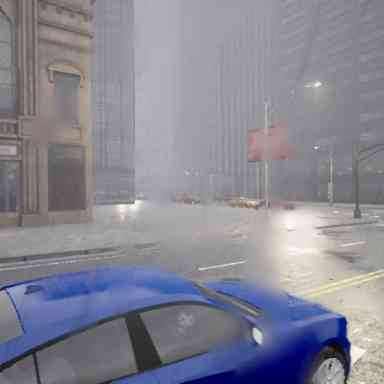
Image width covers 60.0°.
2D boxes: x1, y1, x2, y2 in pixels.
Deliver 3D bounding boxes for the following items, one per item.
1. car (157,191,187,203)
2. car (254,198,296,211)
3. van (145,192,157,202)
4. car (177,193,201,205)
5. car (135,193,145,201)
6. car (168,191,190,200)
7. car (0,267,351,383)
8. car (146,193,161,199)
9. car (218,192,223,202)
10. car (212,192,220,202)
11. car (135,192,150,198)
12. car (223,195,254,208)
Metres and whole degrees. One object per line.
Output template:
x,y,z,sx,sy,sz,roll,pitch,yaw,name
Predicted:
-3.242,0.978,56.524,2.192,1.841,5.009,0,1,-35,car
9.755,1.399,38.161,1.887,1.381,4.507,0,1,-35,car
-6.492,0.952,61.116,1.690,1.788,3.998,0,1,-35,van
0.007,1.258,51.935,1.887,1.381,4.507,0,1,-35,car
-9.742,1.108,65.708,2.008,1.369,4.403,0,1,-35,car
-2.780,0.770,70.628,2.192,1.841,5.009,0,1,-35,car
-0.535,1.477,3.049,5.008,1.535,1.882,0,0,-35,car
-9.280,0.925,79.813,1.802,1.307,4.206,0,1,-35,car
6.967,1.177,56.858,1.947,1.339,4.313,0,1,-35,car
3.718,0.875,61.447,2.192,1.841,5.009,0,1,-35,car
-12.529,0.830,84.403,1.887,1.381,4.507,0,1,-35,car
6.604,1.336,42.614,1.752,1.417,4.829,0,1,-35,car
